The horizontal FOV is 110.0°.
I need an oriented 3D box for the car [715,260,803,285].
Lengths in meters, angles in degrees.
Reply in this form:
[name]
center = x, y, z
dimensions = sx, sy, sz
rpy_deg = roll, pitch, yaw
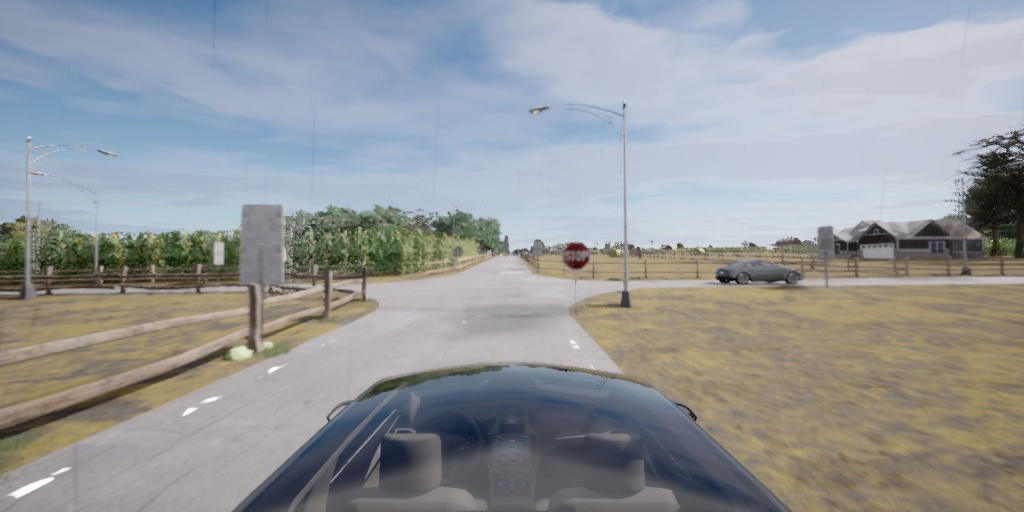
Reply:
[car]
center = 13.872, 0.891, 20.289
dimensions = 4.181, 1.385, 1.994
rpy_deg = -1, -1, 0
